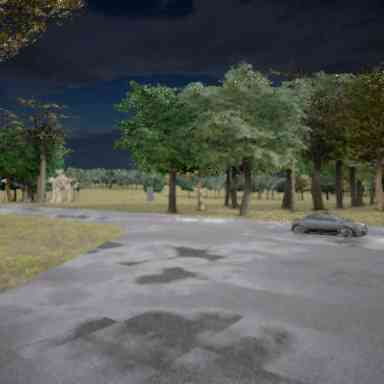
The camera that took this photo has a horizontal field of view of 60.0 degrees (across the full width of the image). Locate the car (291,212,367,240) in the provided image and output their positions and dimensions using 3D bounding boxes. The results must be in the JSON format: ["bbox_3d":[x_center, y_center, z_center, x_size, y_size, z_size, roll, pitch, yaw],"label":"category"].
[{"bbox_3d":[8.080,1.939,19.817,4.181,1.385,1.994,0,1,36],"label":"car"}]
